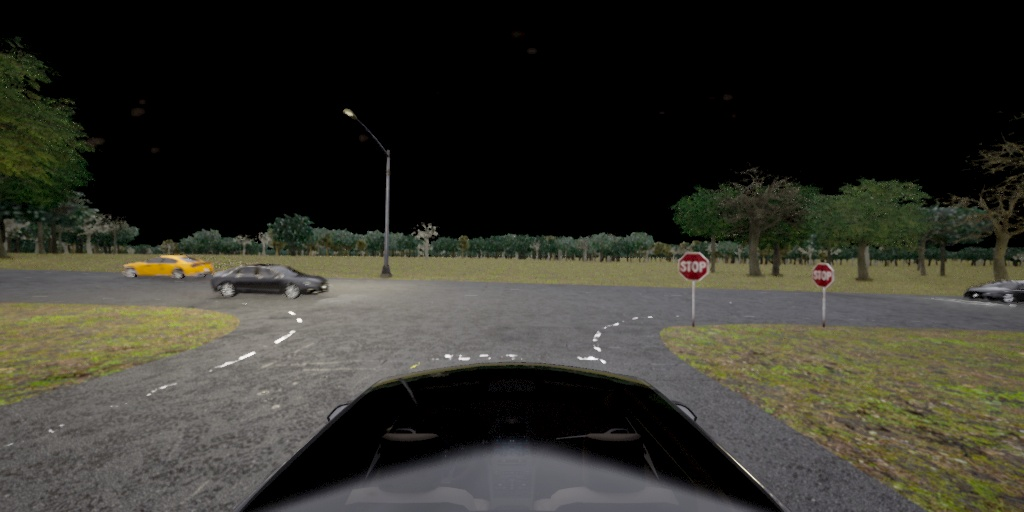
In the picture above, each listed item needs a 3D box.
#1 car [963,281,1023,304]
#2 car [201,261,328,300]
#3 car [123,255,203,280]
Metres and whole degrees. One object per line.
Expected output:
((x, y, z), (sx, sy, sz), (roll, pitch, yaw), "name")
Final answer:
((33.015, 2.385, 23.649), (4.892, 1.490, 1.837), (1, 1, 0), "car")
((-11.230, 1.152, 16.795), (4.892, 1.490, 1.837), (1, 1, 0), "car")
((-22.744, 0.704, 23.805), (5.008, 1.535, 1.882), (2, 1, 0), "car")
